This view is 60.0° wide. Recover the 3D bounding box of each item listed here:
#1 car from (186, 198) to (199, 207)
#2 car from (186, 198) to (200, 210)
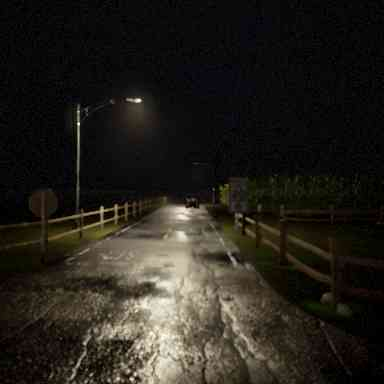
[{"bbox_3d":[0.099,1.723,56.583,1.994,1.385,4.181,0,0,0],"label":"car"},{"bbox_3d":[0.082,1.739,46.607,1.895,1.301,4.718,0,0,0],"label":"car"}]
